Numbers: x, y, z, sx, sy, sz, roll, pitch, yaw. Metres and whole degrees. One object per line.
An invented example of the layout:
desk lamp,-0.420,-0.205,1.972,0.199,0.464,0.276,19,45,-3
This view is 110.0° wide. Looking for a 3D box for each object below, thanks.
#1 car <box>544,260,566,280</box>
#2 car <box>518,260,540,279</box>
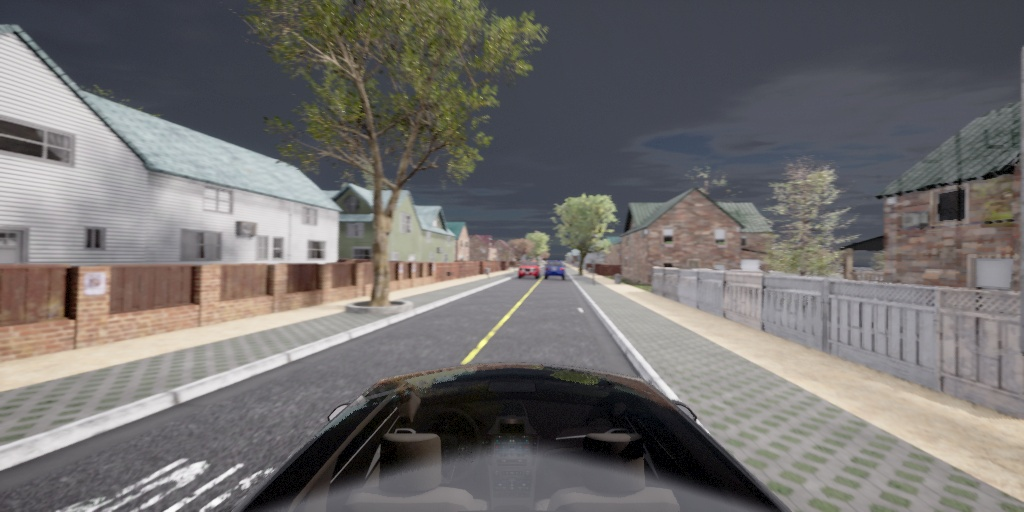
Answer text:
car,4.718,1.518,39.550,2.150,2.045,5.566,1,-1,8
car,1.979,1.476,40.393,2.150,2.045,5.566,1,-1,7
